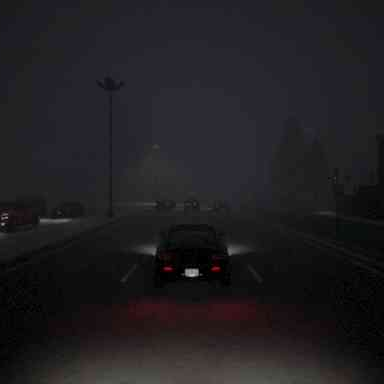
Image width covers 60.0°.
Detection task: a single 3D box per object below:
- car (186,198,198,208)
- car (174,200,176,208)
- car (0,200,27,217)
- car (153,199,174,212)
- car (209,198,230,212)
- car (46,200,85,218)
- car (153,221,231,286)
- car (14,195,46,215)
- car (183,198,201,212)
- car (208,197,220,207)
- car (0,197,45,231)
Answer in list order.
[{"bbox_3d":[-0.003,1.617,50.387,1.837,1.490,4.892,0,0,0],"label":"car"},{"bbox_3d":[-3.503,1.676,50.387,1.994,1.385,4.181,0,0,0],"label":"car"},{"bbox_3d":[-18.502,1.578,32.961,1.837,1.490,4.892,0,0,0],"label":"car"},{"bbox_3d":[-3.502,1.616,40.383,1.812,1.442,4.674,0,0,0],"label":"car"},{"bbox_3d":[3.498,1.691,40.413,1.895,1.301,4.718,0,0,0],"label":"car"},{"bbox_3d":[-11.502,1.574,31.150,1.837,1.490,4.892,0,0,0],"label":"car"},{"bbox_3d":[-0.001,1.547,9.356,1.812,1.442,4.674,0,0,0],"label":"car"},{"bbox_3d":[-15.002,1.288,29.904,2.150,2.045,5.566,0,0,0],"label":"car"},{"bbox_3d":[-0.002,1.594,39.966,1.837,1.490,4.892,0,0,0],"label":"car"},{"bbox_3d":[3.497,1.464,50.357,2.097,1.767,4.553,0,0,0],"label":"car"},{"bbox_3d":[-11.506,1.399,20.976,2.097,1.767,4.553,0,0,0],"label":"car"}]
